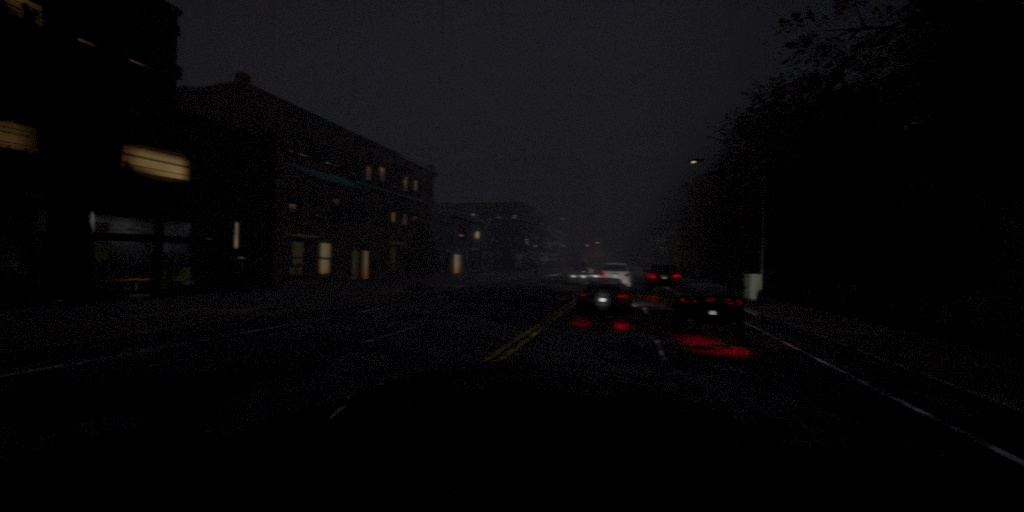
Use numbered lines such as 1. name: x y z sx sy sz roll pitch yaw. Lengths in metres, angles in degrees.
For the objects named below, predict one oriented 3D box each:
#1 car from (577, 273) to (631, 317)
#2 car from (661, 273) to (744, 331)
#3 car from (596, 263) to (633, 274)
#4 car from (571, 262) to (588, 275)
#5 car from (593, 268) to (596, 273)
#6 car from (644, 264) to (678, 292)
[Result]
1. car: 3.911 1.597 14.877 1.994 1.385 4.181 1 -1 19
2. car: 6.660 1.562 12.844 1.882 1.535 5.008 1 -1 19
3. car: 8.083 1.542 27.799 2.150 2.045 5.566 1 -1 18
4. car: 11.188 2.030 58.803 2.150 2.045 5.566 1 -1 19
5. car: 14.360 2.453 58.083 1.994 1.385 4.181 1 -1 18
6. car: 11.184 1.618 26.828 2.150 2.045 5.566 1 -1 19
